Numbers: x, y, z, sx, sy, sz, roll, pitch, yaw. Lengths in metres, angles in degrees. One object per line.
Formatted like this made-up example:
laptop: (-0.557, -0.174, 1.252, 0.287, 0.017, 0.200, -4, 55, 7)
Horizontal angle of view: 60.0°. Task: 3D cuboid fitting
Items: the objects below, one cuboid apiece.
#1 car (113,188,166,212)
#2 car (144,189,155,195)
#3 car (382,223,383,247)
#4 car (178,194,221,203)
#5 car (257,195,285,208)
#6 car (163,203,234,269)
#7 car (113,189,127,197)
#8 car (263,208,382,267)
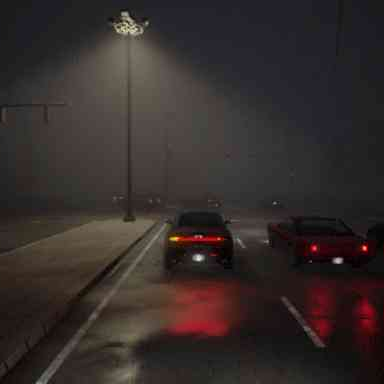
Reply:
car: (-4.522, 0.776, 29.498, 4.553, 1.767, 2.097, 1, 2, 39)
car: (-10.468, 0.002, 81.887, 1.895, 1.301, 4.718, 0, 1, 1)
car: (7.199, 1.334, 10.172, 1.812, 1.442, 4.674, 0, 1, 1)
car: (0.614, 0.898, 30.620, 2.128, 1.511, 4.902, 0, 1, -38)
car: (7.491, 0.951, 31.999, 1.994, 1.385, 4.181, 0, 1, 1)
car: (0.201, 1.301, 10.347, 1.837, 1.490, 4.892, 0, 1, 1)
car: (-14.183, 0.241, 65.706, 1.812, 1.442, 4.674, 0, 1, 1)
car: (3.705, 1.398, 10.568, 1.895, 1.301, 4.718, 0, 1, 1)
